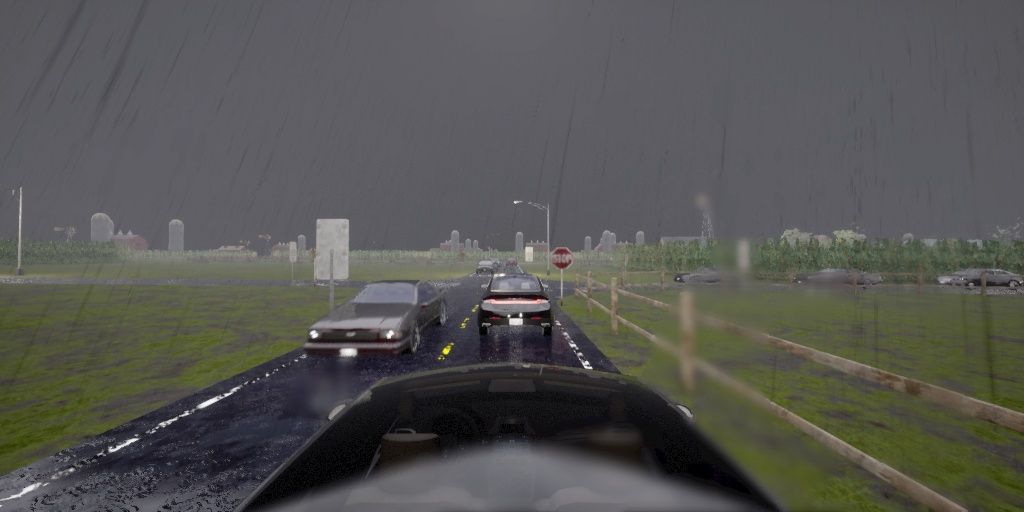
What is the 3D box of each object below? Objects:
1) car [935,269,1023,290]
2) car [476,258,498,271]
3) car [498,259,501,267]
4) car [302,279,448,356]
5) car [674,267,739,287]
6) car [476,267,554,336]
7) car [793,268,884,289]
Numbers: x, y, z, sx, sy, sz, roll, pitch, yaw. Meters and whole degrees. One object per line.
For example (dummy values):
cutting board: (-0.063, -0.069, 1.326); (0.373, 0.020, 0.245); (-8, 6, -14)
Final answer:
car: (33.968, 1.676, 26.164); (4.902, 1.511, 2.128); (1, -1, 0)
car: (-2.950, 1.215, 40.901); (1.882, 1.535, 5.008); (0, 0, 0)
car: (-2.971, 1.293, 50.875); (1.994, 1.385, 4.181); (0, 0, 0)
car: (-2.863, 1.298, 8.936); (2.033, 1.411, 5.357); (0, 0, 0)
car: (14.132, 1.512, 26.177); (4.181, 1.385, 1.994); (1, -1, -1)
car: (0.081, 1.243, 10.370); (2.128, 1.511, 4.902); (0, 0, 0)
car: (23.786, 1.609, 26.182); (5.357, 1.411, 2.033); (1, -1, -1)
